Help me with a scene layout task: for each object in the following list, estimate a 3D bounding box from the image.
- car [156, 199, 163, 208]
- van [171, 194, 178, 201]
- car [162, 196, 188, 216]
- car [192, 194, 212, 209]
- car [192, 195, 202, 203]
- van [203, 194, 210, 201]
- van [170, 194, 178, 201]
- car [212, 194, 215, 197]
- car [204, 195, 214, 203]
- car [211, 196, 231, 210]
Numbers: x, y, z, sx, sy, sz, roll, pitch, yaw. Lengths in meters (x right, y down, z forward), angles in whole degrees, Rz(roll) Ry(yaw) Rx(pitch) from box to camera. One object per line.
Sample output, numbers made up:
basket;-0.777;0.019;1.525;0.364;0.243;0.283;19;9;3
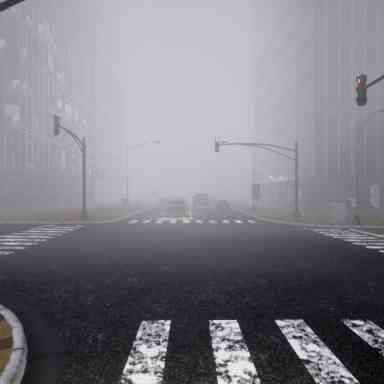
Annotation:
car;-4.160;1.592;47.311;1.802;1.307;4.206;0;0;0
van;-4.434;1.315;86.003;1.690;1.788;3.998;0;0;0
car;-1.593;1.494;33.326;1.882;1.535;5.008;0;0;0
car;1.245;1.232;46.900;2.150;2.045;5.566;0;0;0
car;0.974;1.512;73.183;2.128;1.511;4.902;0;0;0
van;3.485;1.321;80.532;1.690;1.788;3.998;0;0;0
van;-4.395;1.321;80.476;1.690;1.788;3.998;0;0;0
car;3.603;1.313;63.949;2.192;1.841;5.009;0;0;0
car;3.564;1.432;69.477;1.967;1.590;4.097;0;0;0
car;3.809;1.579;41.841;1.947;1.339;4.313;0;0;0
